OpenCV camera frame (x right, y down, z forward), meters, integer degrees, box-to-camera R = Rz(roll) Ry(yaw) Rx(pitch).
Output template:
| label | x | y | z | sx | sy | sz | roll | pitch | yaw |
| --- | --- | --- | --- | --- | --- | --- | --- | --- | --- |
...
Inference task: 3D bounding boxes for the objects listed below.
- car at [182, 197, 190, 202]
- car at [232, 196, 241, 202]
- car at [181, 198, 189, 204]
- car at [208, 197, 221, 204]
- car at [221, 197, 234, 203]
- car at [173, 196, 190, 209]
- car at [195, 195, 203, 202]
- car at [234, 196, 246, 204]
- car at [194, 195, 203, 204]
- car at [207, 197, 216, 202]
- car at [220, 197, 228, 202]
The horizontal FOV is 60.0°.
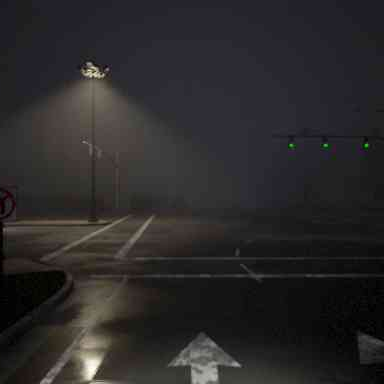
| label | x | y | z | sx | sy | sz | roll | pitch | yaw |
| --- | --- | --- | --- | --- | --- | --- | --- | --- | --- |
| car | -1.616 | 2.034 | 92.433 | 2.128 | 1.511 | 4.902 | 0 | 0 | 0 |
| car | 12.384 | 2.009 | 92.366 | 1.837 | 1.490 | 4.892 | 0 | 0 | 0 |
| car | -1.659 | 2.199 | 83.291 | 1.895 | 1.301 | 4.718 | 0 | 0 | 0 |
| car | 5.340 | 1.959 | 83.200 | 2.097 | 1.767 | 4.553 | 0 | 0 | 0 |
| car | 8.844 | 1.965 | 83.983 | 2.097 | 1.767 | 4.553 | 0 | 0 | 0 |
| car | -1.811 | 1.598 | 51.432 | 2.150 | 2.045 | 5.566 | 0 | 0 | 0 |
| car | 1.885 | 1.734 | 92.448 | 2.150 | 2.045 | 5.566 | 0 | 0 | 0 |
| car | 12.341 | 2.082 | 83.195 | 1.882 | 1.535 | 5.008 | 0 | 0 | 0 |
| car | 1.839 | 2.077 | 82.829 | 1.882 | 1.535 | 5.008 | 0 | 0 | 0 |
| car | 5.384 | 2.034 | 92.399 | 2.128 | 1.511 | 4.902 | 0 | 0 | 0 |
| car | 8.884 | 2.062 | 92.382 | 1.994 | 1.385 | 4.181 | 0 | 0 | 0 |
